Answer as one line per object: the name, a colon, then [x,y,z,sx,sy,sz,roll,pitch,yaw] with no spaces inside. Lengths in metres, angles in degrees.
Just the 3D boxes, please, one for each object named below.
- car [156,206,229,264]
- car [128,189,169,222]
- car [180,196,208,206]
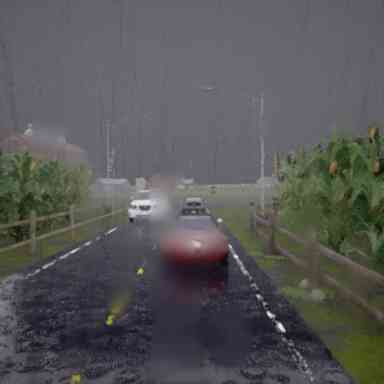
car: [0.102,1.378,11.119,1.994,1.385,4.181,0,1,1]
car: [-2.774,0.847,22.340,2.150,2.045,5.566,0,1,0]
car: [0.134,1.082,25.392,1.837,1.490,4.892,0,1,0]
